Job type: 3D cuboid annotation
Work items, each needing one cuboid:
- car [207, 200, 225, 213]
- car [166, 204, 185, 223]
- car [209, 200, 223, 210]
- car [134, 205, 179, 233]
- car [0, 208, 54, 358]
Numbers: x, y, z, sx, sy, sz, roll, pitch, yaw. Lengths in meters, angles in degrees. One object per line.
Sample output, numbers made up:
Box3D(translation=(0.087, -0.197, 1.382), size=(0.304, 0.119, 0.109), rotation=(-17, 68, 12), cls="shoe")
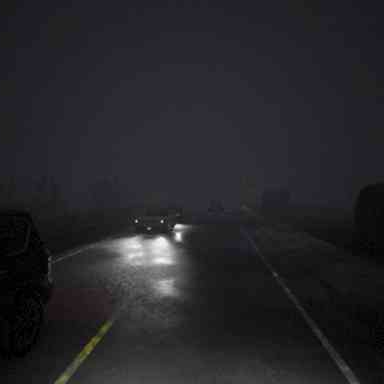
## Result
Box3D(translation=(2.883, 1.796, 39.814), size=(1.994, 1.385, 4.181), rotation=(0, 0, 5), cls="car")
Box3D(translation=(-1.619, 1.719, 27.407), size=(1.812, 1.442, 4.674), rotation=(0, 0, 4), cls="car")
Box3D(translation=(3.611, 1.891, 49.782), size=(1.895, 1.301, 4.718), rotation=(0, 0, 4), cls="car")
Box3D(translation=(-2.209, 1.719, 20.563), size=(1.895, 1.301, 4.718), rotation=(0, 0, 4), cls="car")
Box3D(translation=(-3.468, 1.237, 3.210), size=(2.150, 2.045, 5.566), rotation=(0, 0, 4), cls="car")
